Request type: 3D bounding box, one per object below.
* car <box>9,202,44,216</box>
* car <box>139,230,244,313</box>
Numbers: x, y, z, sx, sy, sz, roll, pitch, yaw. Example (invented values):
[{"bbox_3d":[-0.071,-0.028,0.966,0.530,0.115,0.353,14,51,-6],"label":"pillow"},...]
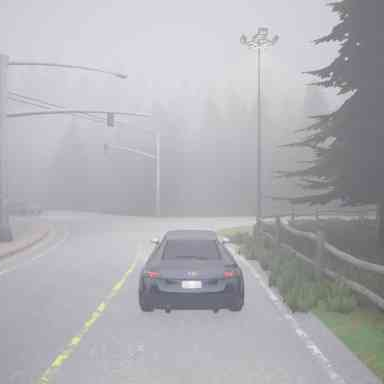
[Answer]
[{"bbox_3d":[-16.684,1.601,32.613,4.718,1.301,1.895,0,0,31],"label":"car"},{"bbox_3d":[-0.028,1.564,7.737,1.994,1.385,4.181,0,0,-1],"label":"car"}]
